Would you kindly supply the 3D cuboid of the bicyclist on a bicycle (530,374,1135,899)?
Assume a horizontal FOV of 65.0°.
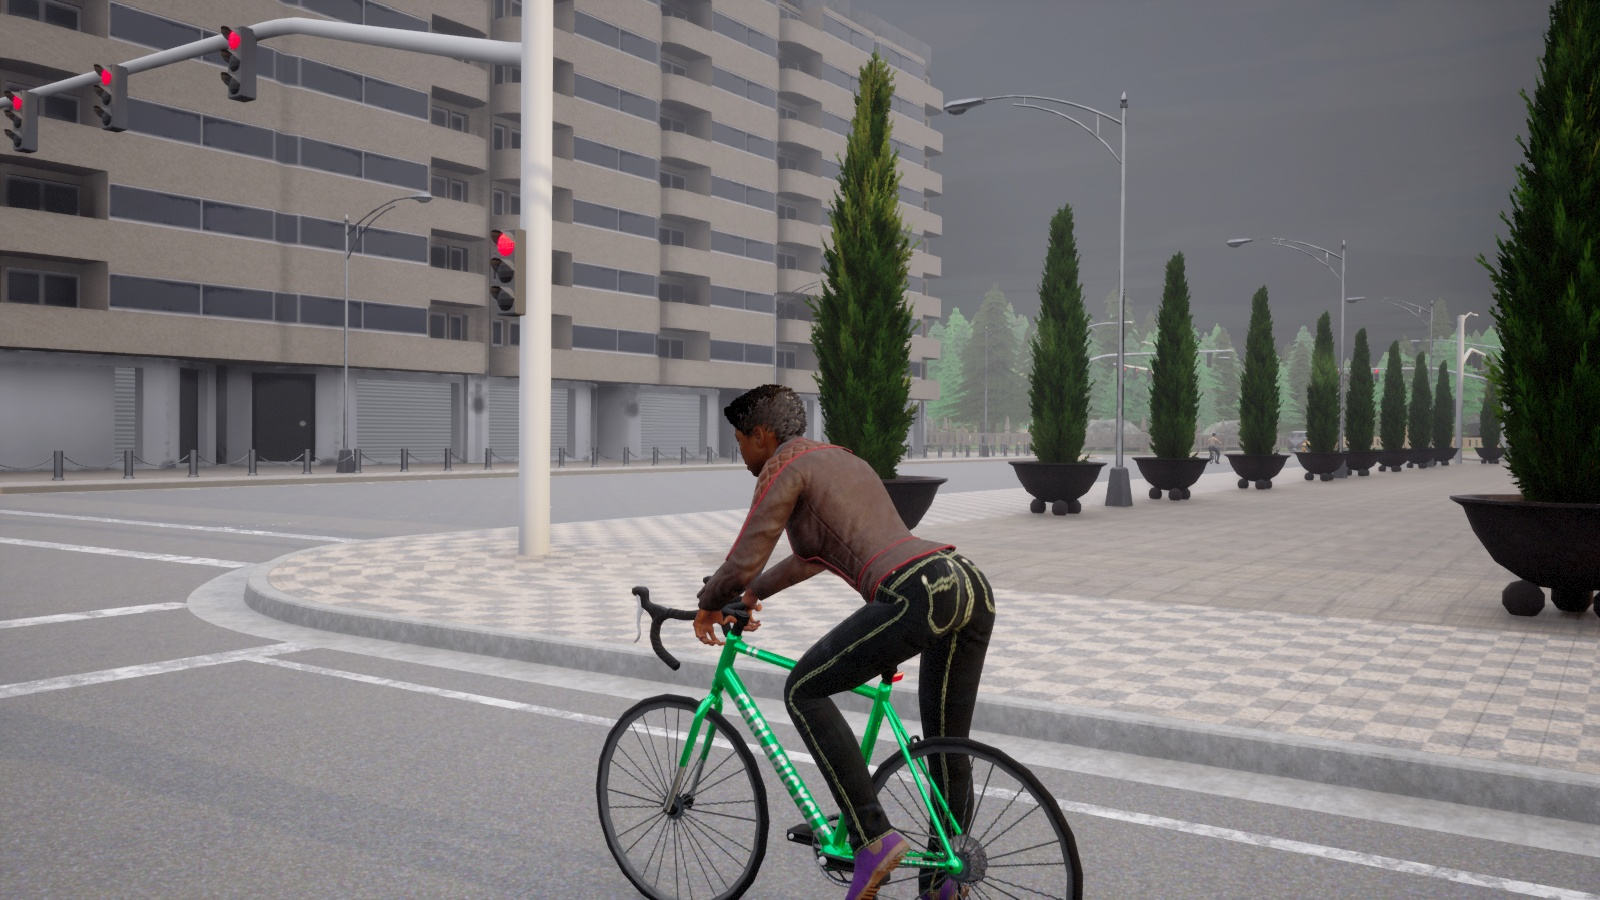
[{"bbox_3d":[0.045,0.635,3.593,1.656,1.620,0.582,0,1,34],"label":"bicyclist on a bicycle"}]
